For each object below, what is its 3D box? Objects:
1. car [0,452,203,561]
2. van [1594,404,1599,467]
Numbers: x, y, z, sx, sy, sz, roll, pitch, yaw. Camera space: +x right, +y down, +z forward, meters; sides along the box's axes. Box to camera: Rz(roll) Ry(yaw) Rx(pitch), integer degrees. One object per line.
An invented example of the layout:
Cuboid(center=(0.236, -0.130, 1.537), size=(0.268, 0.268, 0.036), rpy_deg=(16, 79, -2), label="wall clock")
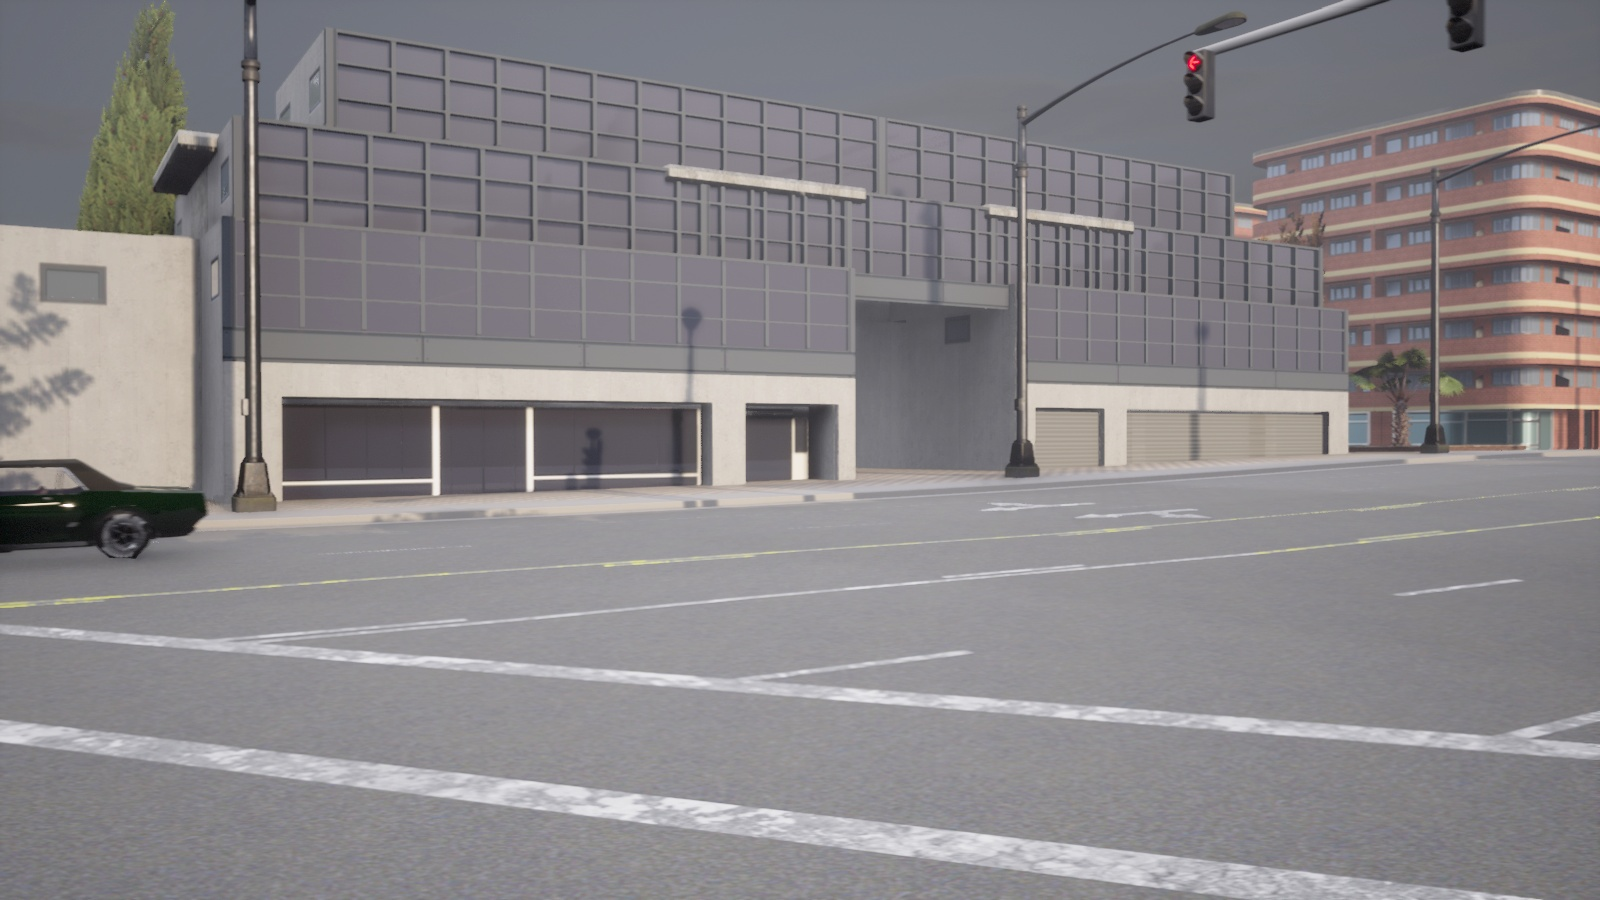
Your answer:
Cuboid(center=(-10.445, 0.706, 16.263), size=(4.718, 1.301, 1.895), rpy_deg=(-1, 1, -32), label="car")
Cuboid(center=(27.235, -0.478, 39.773), size=(4.442, 1.987, 1.775), rpy_deg=(-1, 1, -32), label="van")
